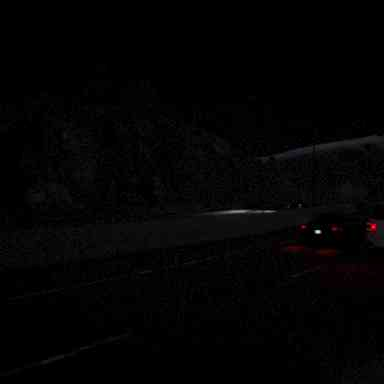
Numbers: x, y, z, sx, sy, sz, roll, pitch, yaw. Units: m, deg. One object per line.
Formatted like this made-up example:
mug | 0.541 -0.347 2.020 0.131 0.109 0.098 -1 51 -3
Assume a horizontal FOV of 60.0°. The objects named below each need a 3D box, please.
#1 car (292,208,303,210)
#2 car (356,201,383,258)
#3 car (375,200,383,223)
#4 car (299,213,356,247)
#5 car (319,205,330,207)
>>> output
car | 16.024 1.822 49.977 2.097 1.767 4.553 -1 -1 34
car | 8.206 1.290 12.198 2.150 2.045 5.566 -1 -1 44
car | 16.465 1.509 26.848 2.097 1.767 4.553 -1 -1 39
car | 6.818 1.695 15.824 1.994 1.385 4.181 -1 -1 43
car | 18.682 1.932 47.649 1.812 1.442 4.674 -1 -1 34
